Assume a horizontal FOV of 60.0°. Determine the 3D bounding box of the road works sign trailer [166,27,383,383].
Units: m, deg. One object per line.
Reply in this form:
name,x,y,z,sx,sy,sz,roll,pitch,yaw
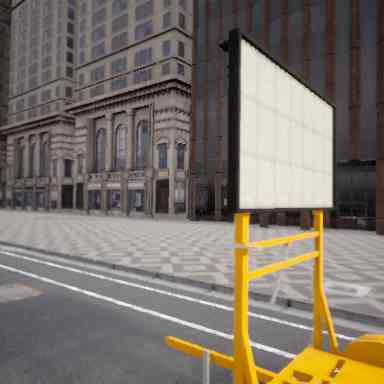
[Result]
road works sign trailer,0.827,0.582,3.395,2.880,3.560,2.380,-1,-2,39
